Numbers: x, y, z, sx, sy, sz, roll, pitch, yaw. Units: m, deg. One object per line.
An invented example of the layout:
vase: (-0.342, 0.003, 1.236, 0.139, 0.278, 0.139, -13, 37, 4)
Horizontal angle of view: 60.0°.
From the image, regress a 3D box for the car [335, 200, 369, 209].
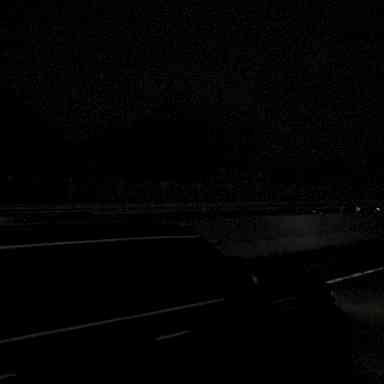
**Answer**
car: (16.793, 1.649, 33.213, 4.553, 1.767, 2.097, 1, 0, -35)

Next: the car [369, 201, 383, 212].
car: (18.503, 1.645, 30.134, 4.553, 1.767, 2.097, 1, 0, -36)

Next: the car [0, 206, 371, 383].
car: (-0.830, 1.230, 3.156, 5.566, 2.045, 2.150, 1, 0, -36)

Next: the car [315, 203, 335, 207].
car: (14.320, 1.856, 35.748, 4.181, 1.385, 1.994, 1, 0, -36)
